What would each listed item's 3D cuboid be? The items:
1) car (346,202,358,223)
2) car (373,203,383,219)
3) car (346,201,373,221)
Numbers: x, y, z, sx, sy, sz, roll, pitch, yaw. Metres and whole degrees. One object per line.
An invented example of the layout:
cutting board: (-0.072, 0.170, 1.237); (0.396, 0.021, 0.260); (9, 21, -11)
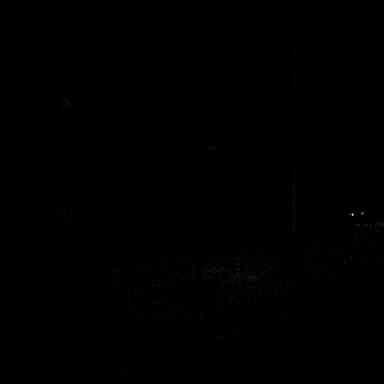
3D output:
car: (9.347, 1.540, 24.374); (1.947, 1.339, 4.313); (0, 0, -35)
car: (15.885, 1.580, 29.030); (1.947, 1.339, 4.313); (0, 0, -35)
car: (10.885, 1.209, 26.595); (2.150, 2.045, 5.566); (0, 0, -35)
